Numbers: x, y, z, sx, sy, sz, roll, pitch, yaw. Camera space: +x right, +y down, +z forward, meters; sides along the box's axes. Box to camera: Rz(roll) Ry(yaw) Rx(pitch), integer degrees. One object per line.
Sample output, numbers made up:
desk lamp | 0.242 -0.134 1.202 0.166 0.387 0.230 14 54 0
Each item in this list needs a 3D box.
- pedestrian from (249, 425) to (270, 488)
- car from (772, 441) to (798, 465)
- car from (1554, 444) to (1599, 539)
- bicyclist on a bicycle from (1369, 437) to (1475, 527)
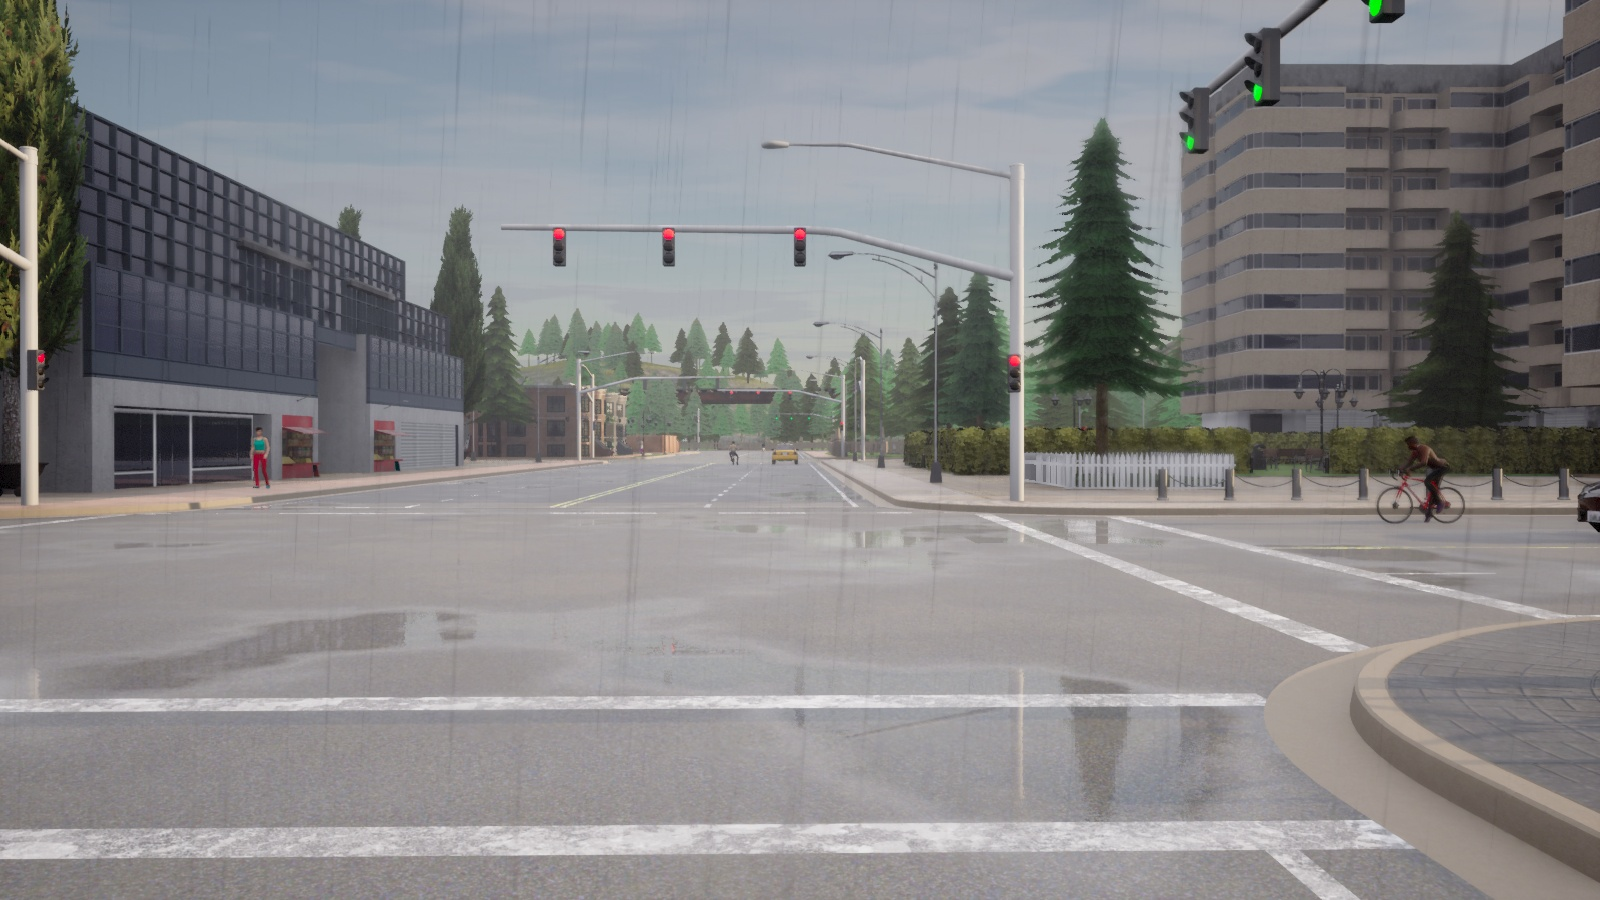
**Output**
pedestrian | -15.828 0.185 36.774 0.345 1.836 0.594 0 0 -1
car | -1.048 0.189 87.747 1.801 1.575 5.366 0 0 -1
car | 14.827 0.647 19.625 4.792 1.488 2.163 0 0 -1
bicyclist on a bicycle | 11.414 0.578 23.080 1.656 1.620 0.582 0 0 -1
